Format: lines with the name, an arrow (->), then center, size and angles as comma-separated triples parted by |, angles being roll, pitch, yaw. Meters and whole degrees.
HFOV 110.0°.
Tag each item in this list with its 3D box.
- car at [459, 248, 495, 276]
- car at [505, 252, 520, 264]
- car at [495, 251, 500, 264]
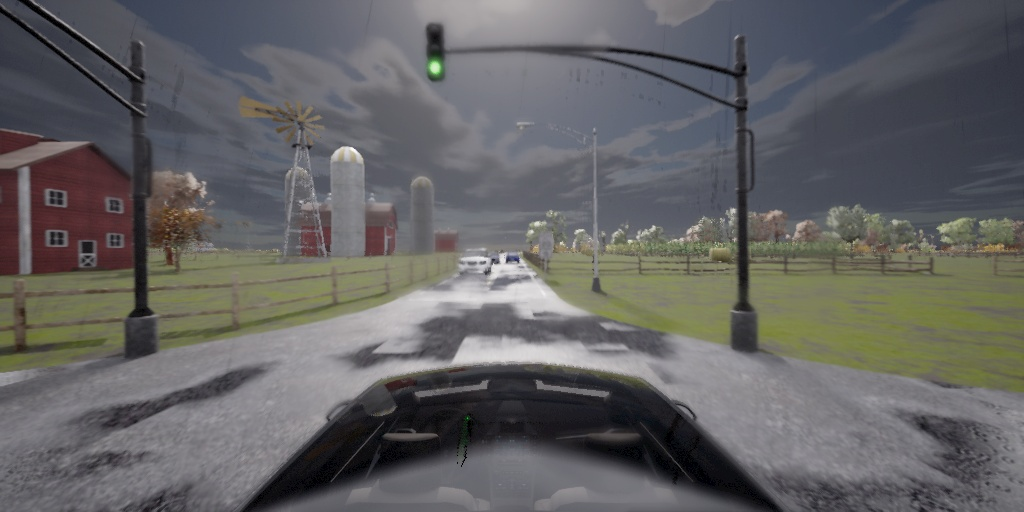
car -> -2.800, 0.414, 28.272 | 2.150, 2.045, 5.566 | -1, 2, 0
car -> 0.076, 0.203, 49.534 | 1.882, 1.535, 5.008 | -1, 1, 0
car -> -2.709, 0.158, 47.461 | 2.097, 1.767, 4.553 | -1, 1, 1
